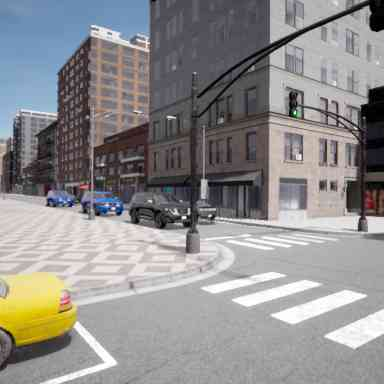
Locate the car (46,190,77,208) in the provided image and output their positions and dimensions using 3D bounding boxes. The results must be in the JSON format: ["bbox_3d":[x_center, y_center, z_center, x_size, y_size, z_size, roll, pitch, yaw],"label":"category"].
[{"bbox_3d":[-16.442,0.826,41.220,2.150,2.045,5.566,1,0,-35],"label":"car"}]

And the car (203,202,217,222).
[{"bbox_3d":[-0.231,1.343,23.790,2.128,1.511,4.902,1,0,-35],"label":"car"}]

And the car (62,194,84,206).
[{"bbox_3d":[-17.091,1.111,47.549,1.812,1.442,4.674,1,0,-35],"label":"car"}]

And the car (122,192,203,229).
[{"bbox_3d":[-2.036,1.053,20.803,2.150,2.045,5.566,1,0,-35],"label":"car"}]

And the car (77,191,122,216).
[{"bbox_3d":[-7.978,0.957,29.209,2.150,2.045,5.566,1,1,-35],"label":"car"}]

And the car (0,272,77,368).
[{"bbox_3d":[-3.945,1.525,3.938,4.829,1.417,1.752,0,1,-36],"label":"car"}]
